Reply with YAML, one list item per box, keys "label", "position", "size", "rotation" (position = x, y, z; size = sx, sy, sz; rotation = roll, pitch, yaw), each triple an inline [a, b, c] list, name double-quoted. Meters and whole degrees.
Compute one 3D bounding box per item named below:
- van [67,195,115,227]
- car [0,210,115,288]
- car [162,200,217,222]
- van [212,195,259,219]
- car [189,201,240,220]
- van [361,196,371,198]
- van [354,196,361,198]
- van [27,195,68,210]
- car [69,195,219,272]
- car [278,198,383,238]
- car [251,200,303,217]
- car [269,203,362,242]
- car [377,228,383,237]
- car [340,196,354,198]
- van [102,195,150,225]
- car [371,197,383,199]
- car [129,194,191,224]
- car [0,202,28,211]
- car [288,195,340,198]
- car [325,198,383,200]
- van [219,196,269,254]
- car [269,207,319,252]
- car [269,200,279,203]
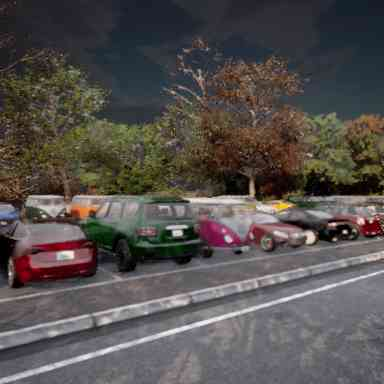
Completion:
- label: "van"
  position: [-7.187, 1.222, 23.318]
  size: [1.878, 1.987, 4.442]
  rotation: [1, 0, -35]
- label: "car"
  position: [-4.169, 1.459, 9.302]
  size: [2.163, 1.488, 4.792]
  rotation: [0, 0, -35]
- label: "car"
  position: [-0.349, 1.518, 28.038]
  size: [2.097, 1.535, 5.008]
  rotation: [1, 0, -35]
- label: "van"
  position: [3.992, 1.338, 31.280]
  size: [1.878, 1.987, 4.442]
  rotation: [1, 0, -35]
- label: "car"
  position: [1.906, 1.581, 29.648]
  size: [2.002, 1.452, 4.674]
  rotation: [1, 0, -35]
- label: "van"
  position: [19.889, 1.503, 42.602]
  size: [1.878, 1.987, 4.442]
  rotation: [1, 0, -35]
- label: "van"
  position: [17.768, 1.479, 40.805]
  size: [1.878, 1.987, 4.442]
  rotation: [1, 0, -35]
- label: "van"
  position: [-9.417, 1.197, 21.444]
  size: [1.878, 1.987, 4.442]
  rotation: [0, 0, -35]
- label: "car"
  position: [-1.927, 1.172, 10.898]
  size: [2.435, 2.045, 5.566]
  rotation: [1, 0, -35]
- label: "car"
  position: [7.152, 1.392, 17.291]
  size: [2.185, 1.767, 4.553]
  rotation: [1, 0, -35]
- label: "car"
  position: [8.676, 1.611, 34.466]
  size: [2.097, 1.535, 5.008]
  rotation: [1, 0, -35]
- label: "car"
  position: [4.875, 1.494, 15.701]
  size: [2.097, 1.535, 5.008]
  rotation: [1, 0, -35]
- label: "car"
  position: [7.063, 1.609, 8.731]
  size: [4.718, 1.301, 1.895]
  rotation: [0, 0, -36]
- label: "car"
  position: [15.461, 1.431, 39.271]
  size: [2.435, 2.045, 5.566]
  rotation: [1, 0, -35]
- label: "van"
  position: [-5.033, 1.244, 24.852]
  size: [1.878, 1.987, 4.442]
  rotation: [1, 0, -35]
- label: "car"
  position: [22.208, 1.752, 44.117]
  size: [2.097, 1.535, 5.008]
  rotation: [1, 0, -35]
- label: "car"
  position: [-2.692, 1.242, 26.342]
  size: [2.435, 2.045, 5.566]
  rotation: [1, 0, -35]
- label: "car"
  position: [-11.621, 1.428, 20.023]
  size: [2.097, 1.535, 5.008]
  rotation: [-1, 0, -35]
- label: "car"
  position: [13.204, 1.407, 37.664]
  size: [2.435, 2.045, 5.566]
  rotation: [1, 0, -35]
- label: "car"
  position: [9.413, 1.415, 18.901]
  size: [2.185, 1.767, 4.553]
  rotation: [1, 0, -35]
- label: "van"
  position: [0.418, 1.221, 12.390]
  size: [1.878, 1.987, 4.442]
  rotation: [1, 0, -35]
- label: "car"
  position: [2.608, 1.510, 14.097]
  size: [2.002, 1.452, 4.674]
  rotation: [1, 0, -35]
- label: "car"
  position: [6.313, 1.627, 32.793]
  size: [2.002, 1.452, 4.674]
  rotation: [1, 0, -35]
